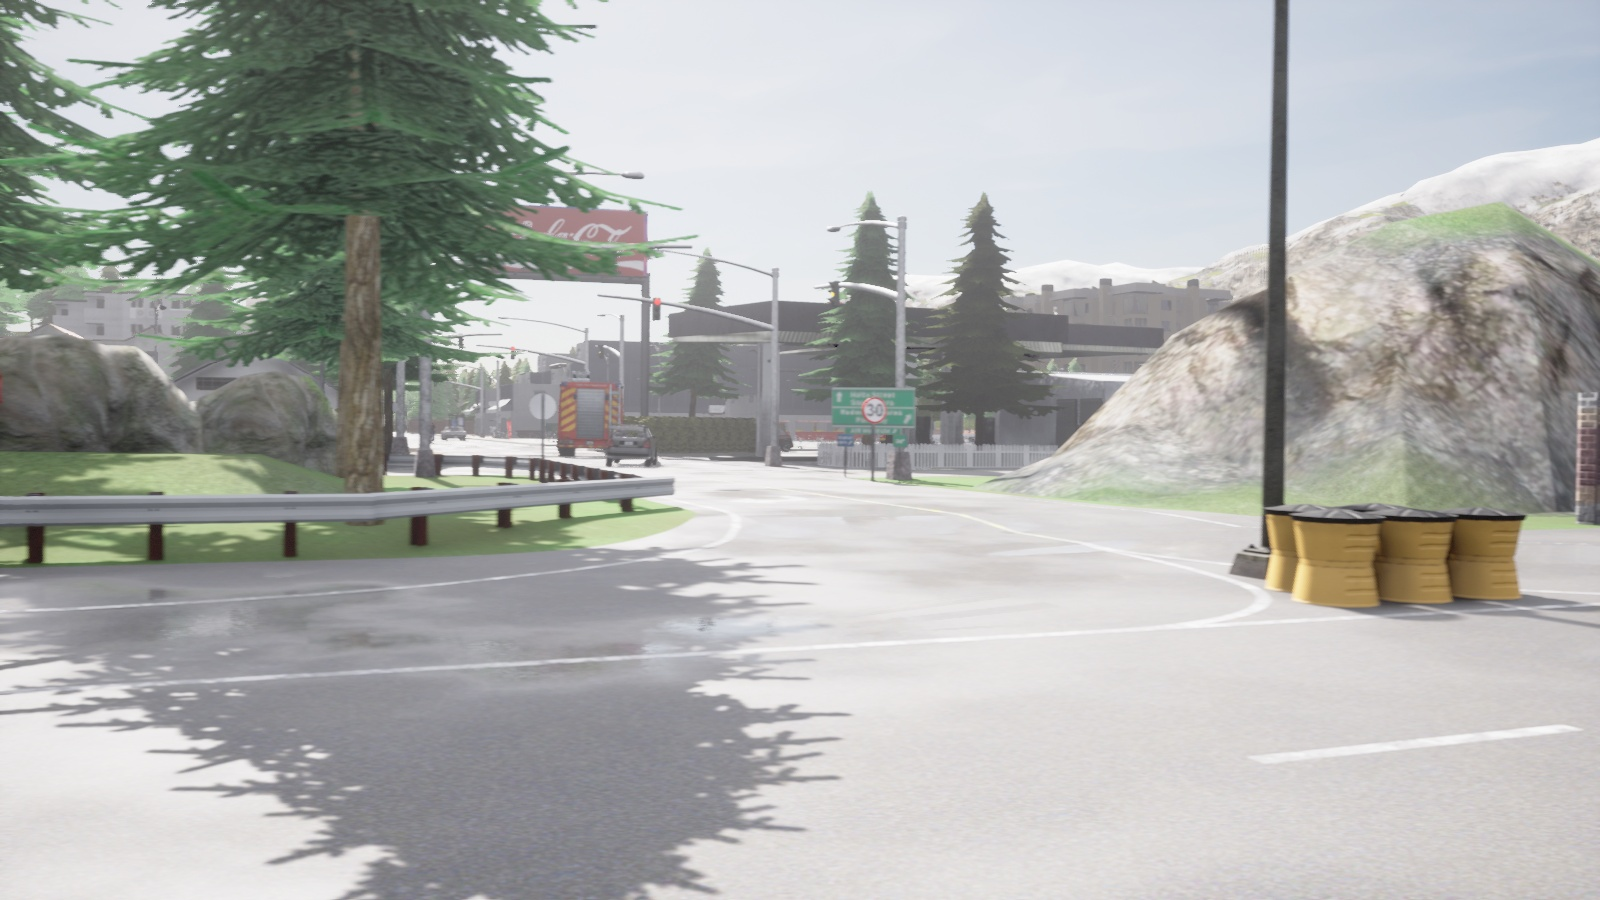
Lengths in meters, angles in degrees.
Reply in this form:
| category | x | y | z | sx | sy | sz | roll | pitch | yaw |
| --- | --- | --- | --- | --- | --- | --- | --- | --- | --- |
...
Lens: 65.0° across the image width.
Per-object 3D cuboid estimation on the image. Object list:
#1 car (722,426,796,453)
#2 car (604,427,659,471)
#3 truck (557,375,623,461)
| category | x | y | z | sx | sy | sz | roll | pitch | yaw |
| --- | --- | --- | --- | --- | --- | --- | --- | --- | --- |
| car | -2.799 | -0.711 | 85.628 | 4.553 | 1.767 | 2.097 | -1 | 1 | -21 |
| car | -6.357 | -0.056 | 47.735 | 1.789 | 1.549 | 3.705 | 1 | 2 | -3 |
| truck | -10.077 | -1.375 | 60.173 | 2.891 | 3.827 | 8.468 | 0 | 0 | -10 |
